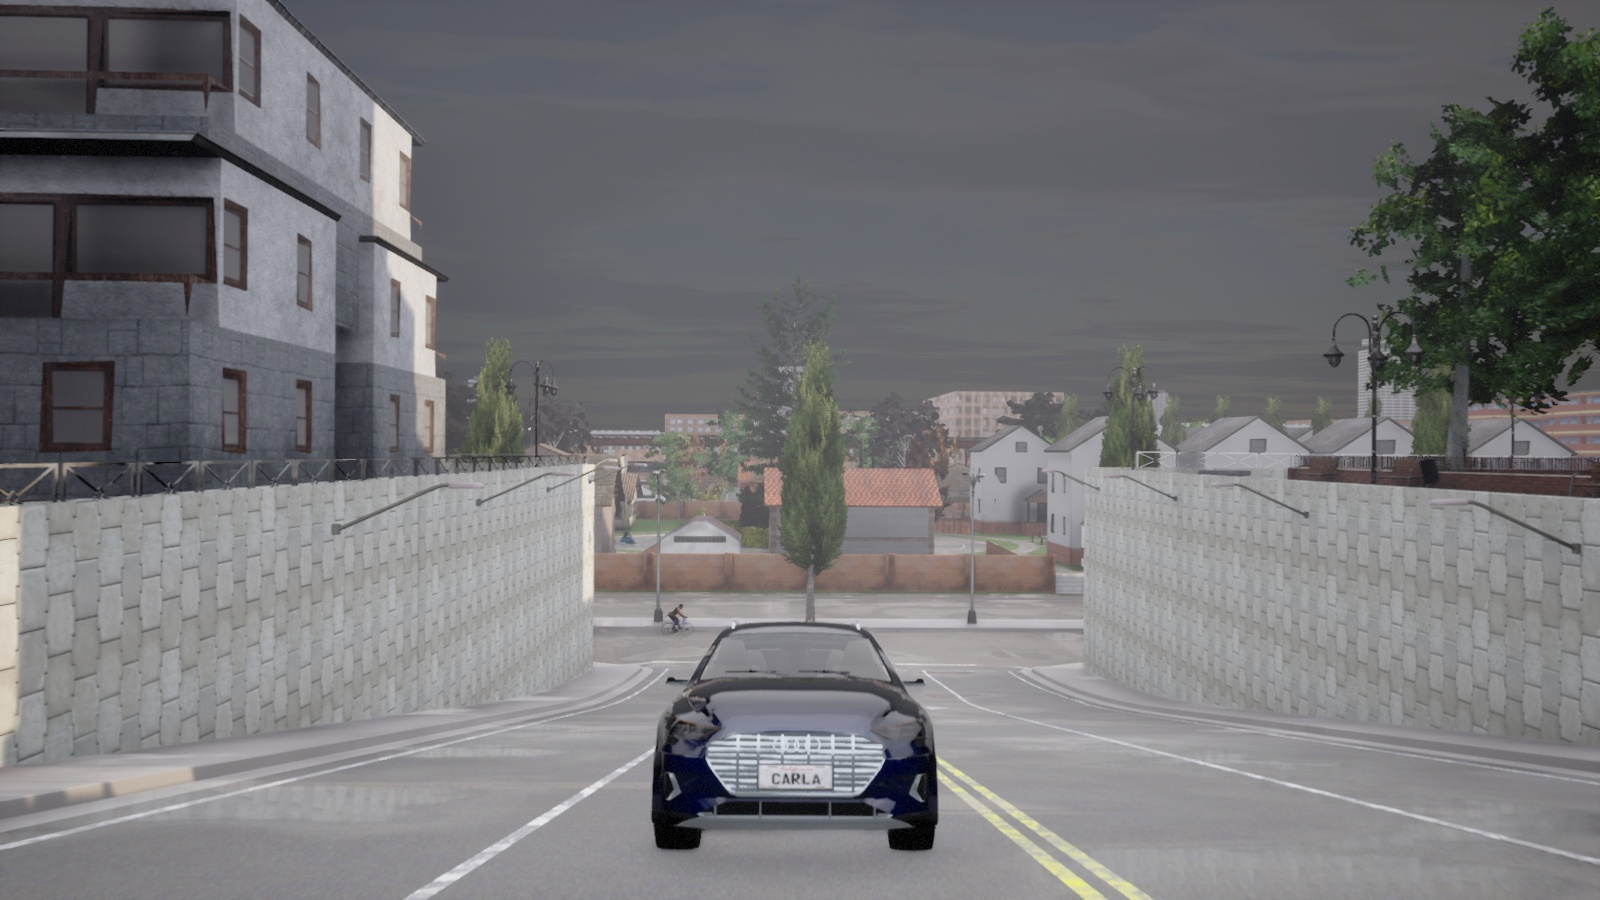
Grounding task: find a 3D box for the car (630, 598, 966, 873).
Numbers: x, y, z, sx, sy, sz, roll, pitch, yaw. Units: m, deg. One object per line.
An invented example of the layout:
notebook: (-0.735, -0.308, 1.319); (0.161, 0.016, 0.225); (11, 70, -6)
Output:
car: (-0.022, 2.167, 10.141); (2.033, 1.649, 4.856); (0, -10, 0)
